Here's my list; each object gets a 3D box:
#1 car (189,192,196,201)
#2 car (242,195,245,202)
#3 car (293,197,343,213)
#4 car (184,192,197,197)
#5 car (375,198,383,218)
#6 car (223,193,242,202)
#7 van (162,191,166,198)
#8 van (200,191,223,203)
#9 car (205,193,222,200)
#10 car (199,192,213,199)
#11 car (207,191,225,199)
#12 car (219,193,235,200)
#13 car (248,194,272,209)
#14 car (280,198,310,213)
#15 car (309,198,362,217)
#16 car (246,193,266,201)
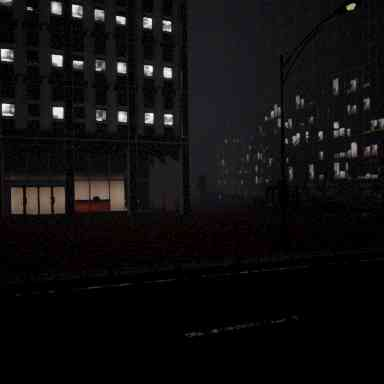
[{"bbox_3d":[-0.614,1.056,66.758,2.008,1.369,4.403,0,1,-20],"label":"car"},{"bbox_3d":[11.140,1.059,58.928,1.802,1.307,4.206,0,1,-20],"label":"car"},{"bbox_3d":[13.392,1.321,35.726,2.033,1.411,5.357,-1,1,-20],"label":"car"},{"bbox_3d":[-0.488,0.710,90.986,2.008,1.369,4.403,0,1,-20],"label":"car"},{"bbox_3d":[16.907,1.216,26.076,2.097,1.767,4.553,-1,1,-21],"label":"car"},{"bbox_3d":[7.925,1.024,60.174,1.812,1.442,4.674,-1,1,-20],"label":"car"},{"bbox_3d":[-6.428,0.687,82.785,1.690,1.788,3.998,0,1,-20],"label":"van"},{"bbox_3d":[3.262,0.952,56.070,1.690,1.788,3.998,0,1,-20],"label":"van"},{"bbox_3d":[4.503,0.930,69.608,1.812,1.442,4.674,-1,1,-20],"label":"car"},{"bbox_3d":[3.387,0.706,80.299,1.967,1.590,4.097,0,1,-20],"label":"car"},{"bbox_3d":[5.325,0.634,74.955,2.192,1.841,5.009,0,1,-20],"label":"car"},{"bbox_3d":[7.264,0.954,69.615,1.802,1.307,4.206,0,1,-20],"label":"car"},{"bbox_3d":[9.025,1.332,40.027,1.947,1.339,4.313,0,1,-20],"label":"car"},{"bbox_3d":[10.908,1.399,34.665,1.802,1.307,4.206,0,1,-20],"label":"car"},{"bbox_3d":[12.830,1.434,29.313,1.947,1.339,4.313,0,1,-20],"label":"car"},{"bbox_3d":[9.880,1.228,45.423,2.033,1.411,5.357,-1,1,-20],"label":"car"}]
